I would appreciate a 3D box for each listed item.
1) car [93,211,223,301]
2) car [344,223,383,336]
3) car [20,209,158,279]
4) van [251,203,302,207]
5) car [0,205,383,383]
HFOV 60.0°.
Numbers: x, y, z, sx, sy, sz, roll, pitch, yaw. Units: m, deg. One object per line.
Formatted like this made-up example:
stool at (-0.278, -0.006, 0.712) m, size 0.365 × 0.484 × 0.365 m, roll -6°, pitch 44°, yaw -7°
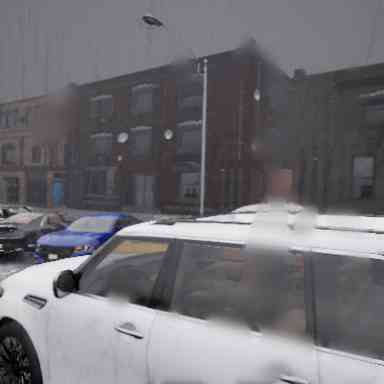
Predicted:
car at (-0.534, 1.479, 9.675) m, size 1.946 × 1.575 × 5.366 m, roll 0°, pitch -1°, yaw 15°
car at (4.342, 1.512, 6.034) m, size 2.163 × 1.488 × 4.792 m, roll 0°, pitch -1°, yaw 15°
car at (-3.035, 1.478, 11.237) m, size 2.097 × 1.535 × 5.008 m, roll 1°, pitch -1°, yaw 15°
van at (1.857, 1.254, 7.641) m, size 1.878 × 1.987 × 4.442 m, roll 1°, pitch -1°, yaw 15°
car at (0.233, 1.220, 3.204) m, size 5.566 × 2.045 × 2.150 m, roll 0°, pitch 0°, yaw 35°
